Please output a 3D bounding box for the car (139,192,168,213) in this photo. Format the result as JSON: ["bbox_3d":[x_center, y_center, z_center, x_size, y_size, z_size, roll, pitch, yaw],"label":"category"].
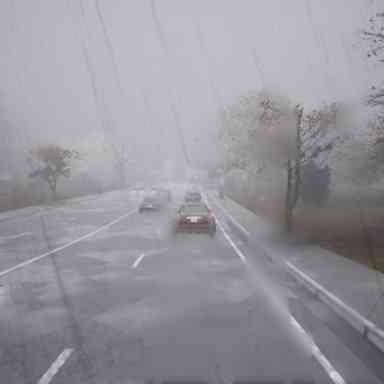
[{"bbox_3d":[-3.499,1.012,29.621,1.994,1.385,4.181,0,3,0],"label":"car"}]

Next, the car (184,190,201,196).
[{"bbox_3d":[0.086,0.458,38.934,2.128,1.511,4.902,0,3,0],"label":"car"}]

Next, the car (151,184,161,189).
[{"bbox_3d":[-7.032,-0.894,66.444,1.994,1.385,4.181,0,3,0],"label":"car"}]

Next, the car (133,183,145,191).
[{"bbox_3d":[-10.527,-0.948,66.422,1.837,1.490,4.892,0,3,0],"label":"car"}]

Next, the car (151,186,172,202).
[{"bbox_3d":[-3.490,0.392,41.285,2.033,1.411,5.357,0,3,0],"label":"car"}]

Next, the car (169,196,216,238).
[{"bbox_3d":[0.093,1.296,17.638,2.097,1.767,4.553,0,1,0],"label":"car"}]
